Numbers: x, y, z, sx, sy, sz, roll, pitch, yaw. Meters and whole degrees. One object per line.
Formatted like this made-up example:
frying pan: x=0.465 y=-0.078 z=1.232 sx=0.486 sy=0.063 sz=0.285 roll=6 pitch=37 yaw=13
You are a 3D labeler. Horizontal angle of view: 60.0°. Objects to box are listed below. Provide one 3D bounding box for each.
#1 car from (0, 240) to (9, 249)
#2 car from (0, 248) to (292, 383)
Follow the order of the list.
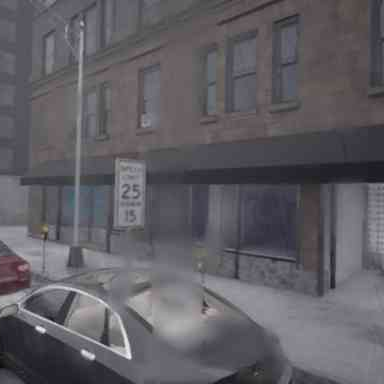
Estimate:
car: x=-5.211 y=1.658 z=7.667 sx=4.206 sy=1.307 sz=1.802 roll=0 pitch=-1 yaw=41
car: x=-1.041 y=1.620 z=4.036 sx=4.403 sy=1.369 sz=2.008 roll=0 pitch=-1 yaw=41
